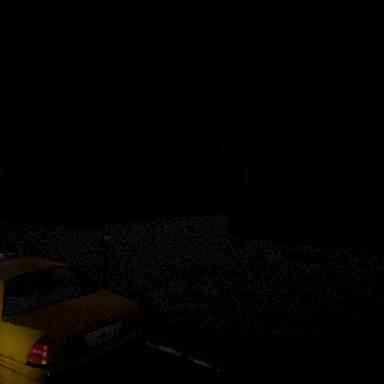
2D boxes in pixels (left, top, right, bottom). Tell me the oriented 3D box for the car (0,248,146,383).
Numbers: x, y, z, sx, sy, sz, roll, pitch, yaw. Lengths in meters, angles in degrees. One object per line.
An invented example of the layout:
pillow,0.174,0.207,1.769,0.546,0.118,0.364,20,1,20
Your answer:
car,-2.853,1.538,5.003,4.829,1.417,1.752,0,0,36

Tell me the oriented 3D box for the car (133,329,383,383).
car,1.874,1.580,1.630,4.206,1.307,1.802,0,0,36
